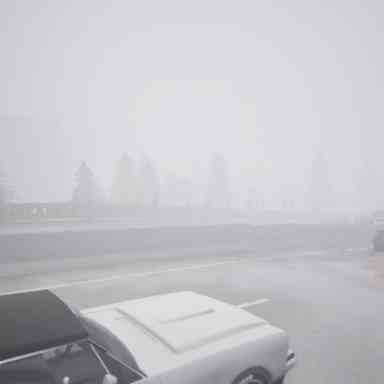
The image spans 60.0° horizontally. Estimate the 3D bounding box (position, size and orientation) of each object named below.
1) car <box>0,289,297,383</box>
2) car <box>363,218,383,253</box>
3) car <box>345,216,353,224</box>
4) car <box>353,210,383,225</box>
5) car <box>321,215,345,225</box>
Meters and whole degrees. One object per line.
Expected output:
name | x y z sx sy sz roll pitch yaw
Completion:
car | -1.249 1.609 2.856 4.718 1.301 1.895 0 0 -35
car | 10.038 2.097 15.206 4.674 1.442 1.812 4 -3 -35
car | 18.271 3.017 34.197 4.553 1.767 2.097 4 -2 -35
car | 16.697 2.618 28.783 5.566 2.045 2.150 5 -3 -35
car | 16.327 3.237 37.109 4.181 1.385 1.994 4 -3 -35
